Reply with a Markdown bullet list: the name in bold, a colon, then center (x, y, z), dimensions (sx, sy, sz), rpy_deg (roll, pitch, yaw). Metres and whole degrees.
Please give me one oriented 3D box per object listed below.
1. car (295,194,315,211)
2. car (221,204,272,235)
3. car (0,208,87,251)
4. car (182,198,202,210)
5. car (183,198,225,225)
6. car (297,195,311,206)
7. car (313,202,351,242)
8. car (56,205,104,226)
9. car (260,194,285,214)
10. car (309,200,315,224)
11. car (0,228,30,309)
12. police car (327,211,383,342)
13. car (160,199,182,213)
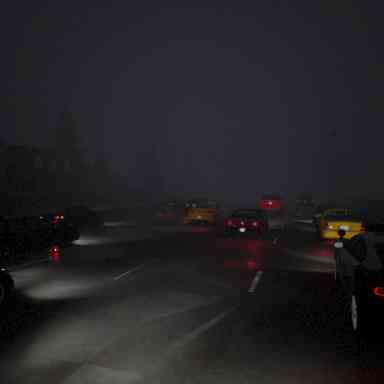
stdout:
- **car**: center (14.046, 1.219, 41.282), dimensions (2.150, 2.045, 5.566), rpy_deg (0, 0, 18)
- **car**: center (3.233, 1.599, 18.810), dimensions (1.895, 1.301, 4.718), rpy_deg (0, 0, 18)
- **car**: center (-6.354, 1.546, 11.877), dimensions (2.033, 1.411, 5.357), rpy_deg (0, 0, 18)
- **car**: center (0.920, 1.349, 34.462), dimensions (2.097, 1.767, 4.553), rpy_deg (0, 0, 18)
- **car**: center (1.235, 1.476, 24.022), dimensions (1.882, 1.535, 5.008), rpy_deg (0, 0, 18)
- **car**: center (18.392, 1.349, 54.785), dimensions (2.097, 1.767, 4.553), rpy_deg (0, 0, 18)
- **car**: center (7.011, 1.455, 16.024), dimensions (1.801, 1.575, 5.366), rpy_deg (0, 0, 18)
- **car**: center (-7.270, 1.523, 20.482), dimensions (1.812, 1.442, 4.674), rpy_deg (0, 0, 18)
- **car**: center (8.482, 1.216, 35.056), dimensions (2.150, 2.045, 5.566), rpy_deg (0, 0, 17)
- **car**: center (8.792, 1.504, 21.555), dimensions (1.837, 1.490, 4.892), rpy_deg (0, 0, 18)
- **car**: center (-4.942, 1.525, 4.843), dimensions (1.812, 1.442, 4.674), rpy_deg (0, 0, 18)
- **police car**: center (3.921, 1.425, 6.430), dimensions (1.930, 1.638, 5.238), rpy_deg (0, 0, 18)
- **car**: center (-1.908, 1.488, 37.101), dimensions (2.128, 1.511, 4.902), rpy_deg (0, 0, 18)
